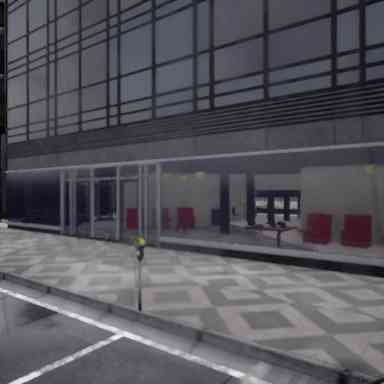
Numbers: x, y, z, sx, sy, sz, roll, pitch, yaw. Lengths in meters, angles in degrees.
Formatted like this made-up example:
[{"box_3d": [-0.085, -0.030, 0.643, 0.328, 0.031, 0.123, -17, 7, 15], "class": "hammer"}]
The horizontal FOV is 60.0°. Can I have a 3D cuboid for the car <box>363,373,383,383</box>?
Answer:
[{"box_3d": [2.593, 1.443, 1.116, 4.097, 1.590, 1.967, 0, 0, 36], "class": "car"}]
